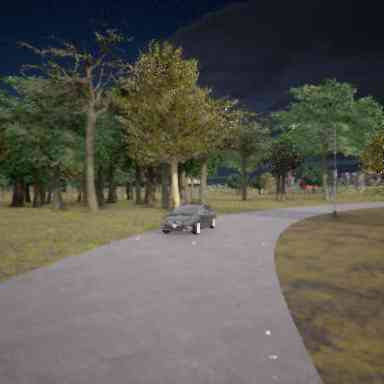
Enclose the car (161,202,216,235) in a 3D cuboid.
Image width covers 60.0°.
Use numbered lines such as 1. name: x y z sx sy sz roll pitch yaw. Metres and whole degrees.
1. car: -0.036 1.365 18.083 1.837 1.490 4.892 1 1 19
